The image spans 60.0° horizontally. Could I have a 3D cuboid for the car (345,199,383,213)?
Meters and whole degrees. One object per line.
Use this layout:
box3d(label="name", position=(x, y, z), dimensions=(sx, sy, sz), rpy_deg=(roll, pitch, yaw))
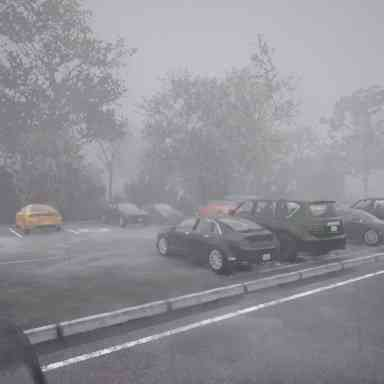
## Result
box3d(label="car", position=(22.493, 1.765, 42.535), dimensions=(2.097, 1.535, 5.008), rpy_deg=(1, 0, -36))

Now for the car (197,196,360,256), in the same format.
box3d(label="car", position=(2.848, 1.232, 12.495), dimensions=(2.435, 2.045, 5.566), rpy_deg=(0, 0, -35))

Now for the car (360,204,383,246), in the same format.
box3d(label="car", position=(7.426, 1.514, 15.726), dimensions=(2.231, 1.521, 4.892), rpy_deg=(1, 0, -35))

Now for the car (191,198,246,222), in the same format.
box3d(label="car", position=(2.110, 1.409, 27.953), dimensions=(2.185, 1.767, 4.553), rpy_deg=(1, 0, -35))

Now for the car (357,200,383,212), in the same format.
box3d(label="car", position=(24.656, 1.833, 44.084), dimensions=(2.002, 1.452, 4.674), rpy_deg=(1, 0, -36))

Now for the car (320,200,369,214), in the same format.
box3d(label="car", position=(17.941, 1.738, 39.325), dimensions=(2.163, 1.488, 4.792), rpy_deg=(1, 0, -36))

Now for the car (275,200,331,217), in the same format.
box3d(label="car", position=(11.266, 1.629, 34.294), dimensions=(1.946, 1.575, 5.366), rpy_deg=(1, 0, -36))

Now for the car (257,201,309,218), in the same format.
box3d(label="car", position=(8.892, 1.647, 32.825), dimensions=(2.002, 1.452, 4.674), rpy_deg=(1, 0, -36))

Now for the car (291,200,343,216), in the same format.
box3d(label="car", position=(13.429, 1.658, 36.060), dimensions=(2.097, 1.535, 5.008), rpy_deg=(1, 0, -36))

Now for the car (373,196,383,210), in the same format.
box3d(label="car", position=(29.205, 1.609, 47.302), dimensions=(2.435, 2.045, 5.566), rpy_deg=(1, -1, -36))

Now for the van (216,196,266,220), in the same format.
box3d(label="van", position=(4.289, 1.331, 29.687), dimensions=(1.878, 1.987, 4.442), rpy_deg=(1, 0, -35))

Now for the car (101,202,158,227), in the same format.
box3d(label="car", position=(-4.718, 1.482, 23.136), dimensions=(2.097, 1.535, 5.008), rpy_deg=(0, 0, -35))

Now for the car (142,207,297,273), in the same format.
box3d(label="car", position=(0.585, 1.474, 10.843), dimensions=(2.231, 1.521, 4.892), rpy_deg=(0, 0, -35))

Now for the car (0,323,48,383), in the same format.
box3d(label="car", position=(-3.366, 1.549, 1.286), dimensions=(5.357, 1.411, 2.033), rpy_deg=(0, 0, -35))

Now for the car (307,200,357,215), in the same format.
box3d(label="car", position=(15.708, 1.713, 37.659), dimensions=(2.163, 1.488, 4.792), rpy_deg=(1, 0, -36))

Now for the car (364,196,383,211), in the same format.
box3d(label="car", position=(27.039, 1.576, 45.754), dimensions=(2.435, 2.045, 5.566), rpy_deg=(1, -1, -36))

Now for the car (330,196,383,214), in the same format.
box3d(label="car", position=(20.240, 1.484, 40.898), dimensions=(2.435, 2.045, 5.566), rpy_deg=(1, 0, -36))

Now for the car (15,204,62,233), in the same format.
box3d(label="car", position=(-9.249, 1.465, 19.899), dimensions=(2.097, 1.535, 5.008), rpy_deg=(0, 0, -35))

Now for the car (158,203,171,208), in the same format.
box3d(label="car", position=(-2.446, 1.537, 24.749), dimensions=(2.002, 1.452, 4.674), rpy_deg=(0, 0, -35))

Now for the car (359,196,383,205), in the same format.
box3d(label="car", position=(9.699, 1.283, 17.373), dimensions=(2.435, 2.045, 5.566), rpy_deg=(1, 0, -35))
